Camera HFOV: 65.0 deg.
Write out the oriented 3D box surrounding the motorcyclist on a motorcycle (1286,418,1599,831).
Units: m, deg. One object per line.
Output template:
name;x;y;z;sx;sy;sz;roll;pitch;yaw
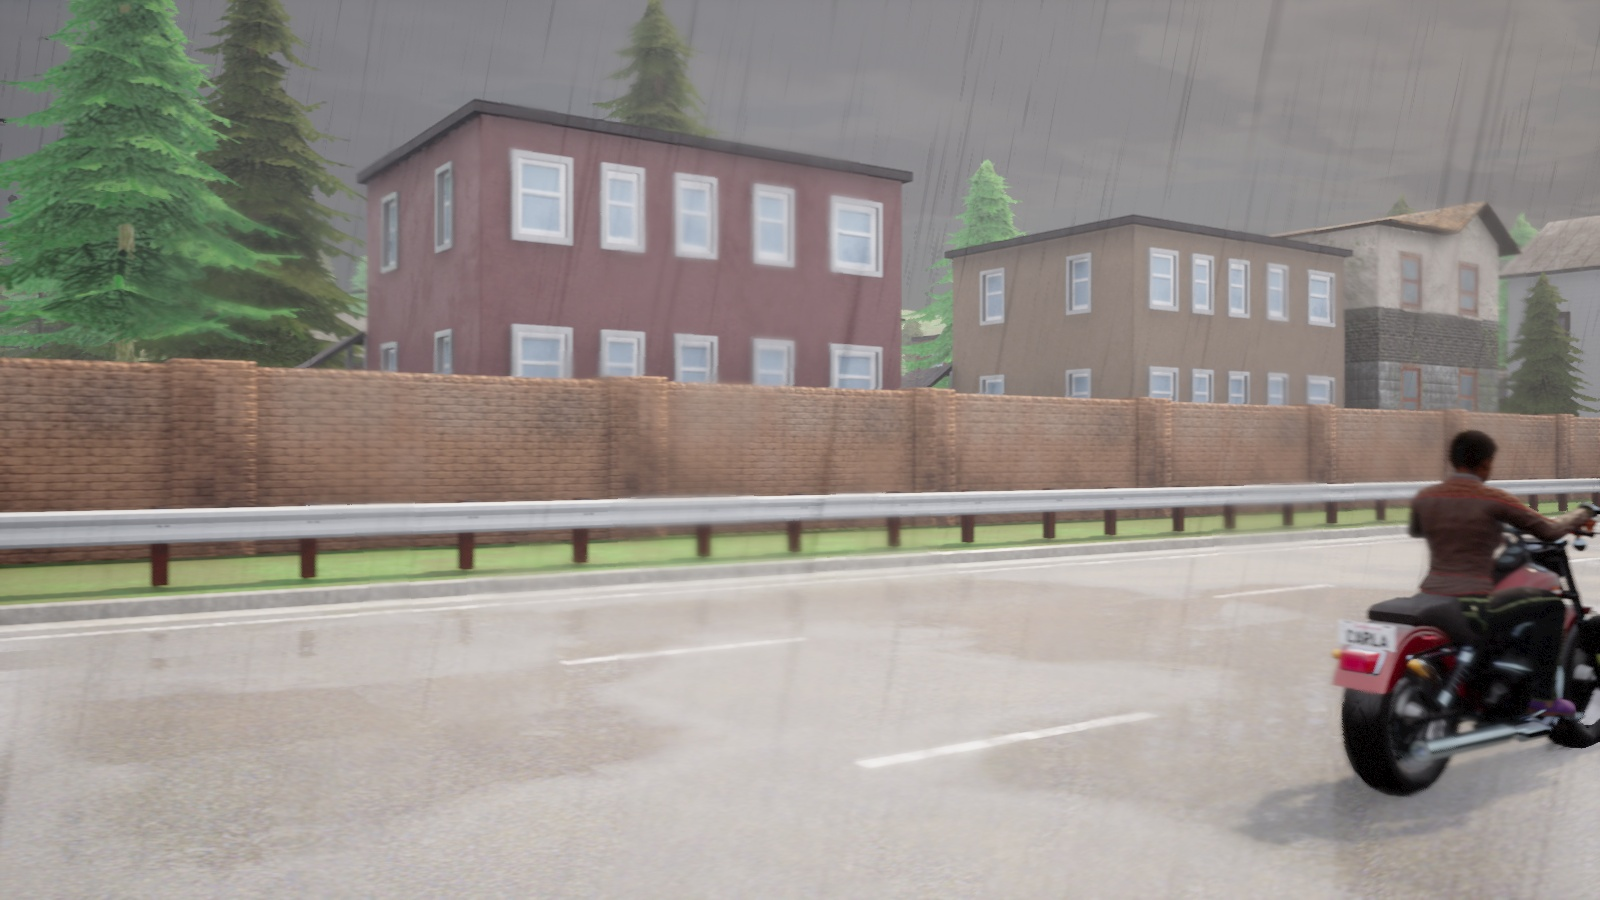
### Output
motorcyclist on a motorcycle;3.370;0.703;6.005;2.350;1.649;0.766;0;0;-35
